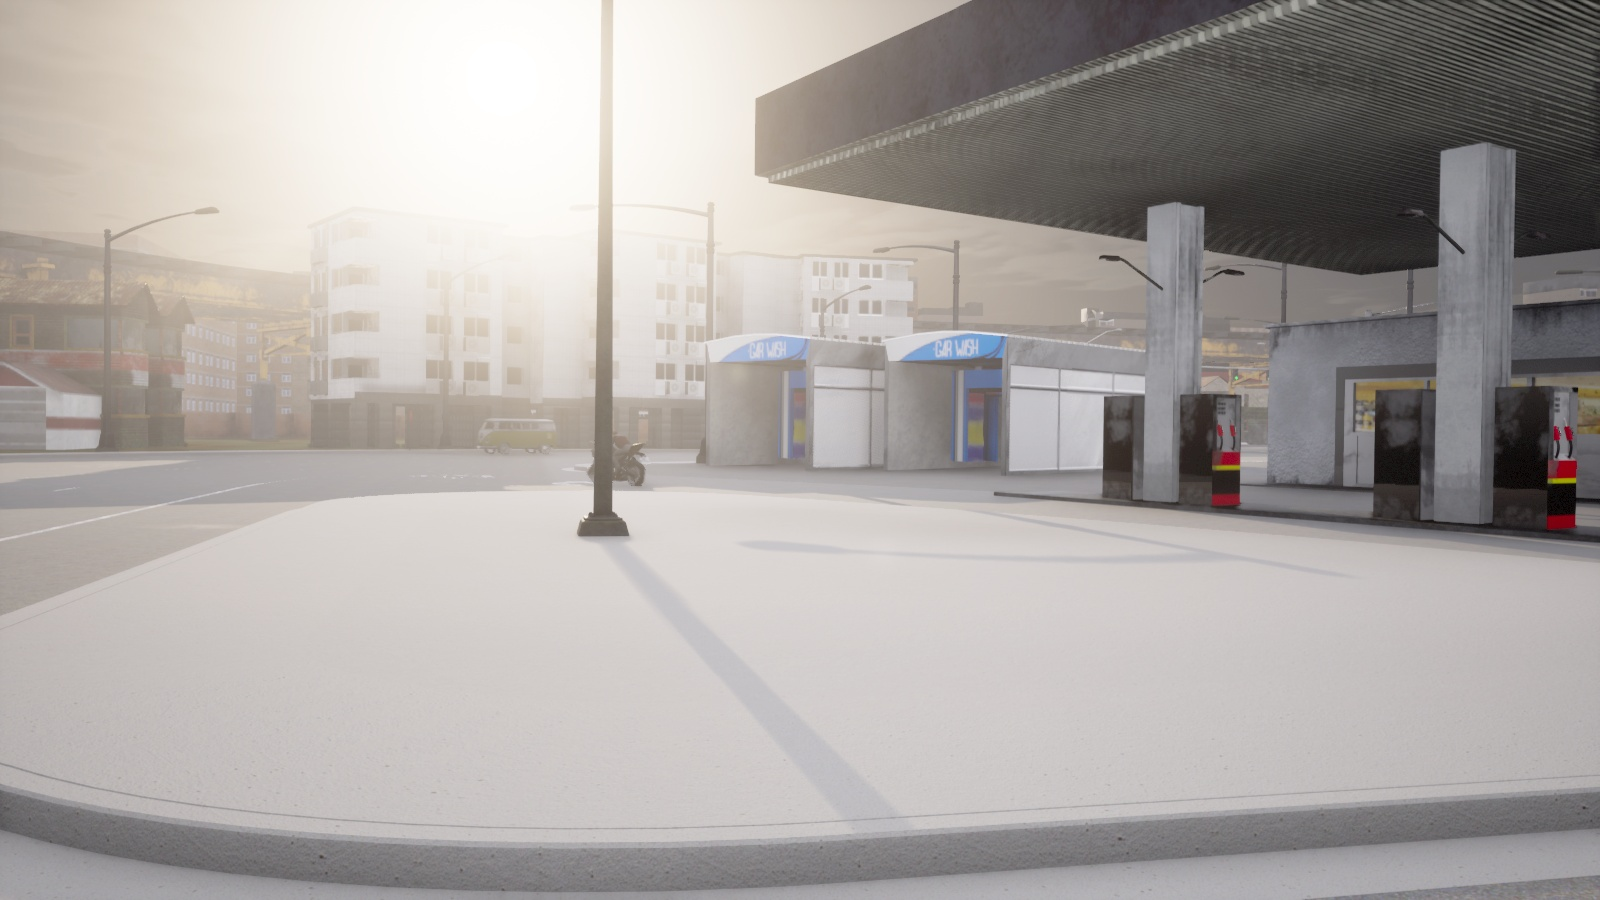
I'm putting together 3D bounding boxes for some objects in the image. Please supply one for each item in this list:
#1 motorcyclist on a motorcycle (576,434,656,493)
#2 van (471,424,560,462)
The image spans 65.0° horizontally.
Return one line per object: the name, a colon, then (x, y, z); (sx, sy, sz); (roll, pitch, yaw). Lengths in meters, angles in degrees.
motorcyclist on a motorcycle: (-4.910, 0.341, 33.415); (2.191, 1.530, 0.866); (0, 1, 40)
van: (-15.555, -0.406, 68.853); (4.442, 1.987, 1.775); (-1, 1, -43)
